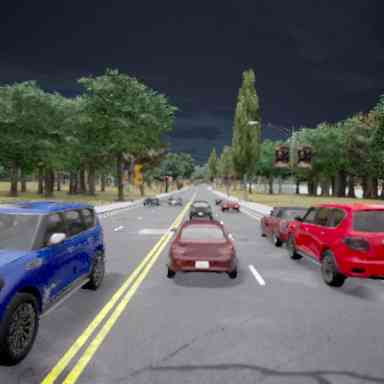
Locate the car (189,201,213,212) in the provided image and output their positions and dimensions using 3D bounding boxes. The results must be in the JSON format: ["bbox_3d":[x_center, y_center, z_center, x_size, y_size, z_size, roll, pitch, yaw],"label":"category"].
[{"bbox_3d":[0.722,1.470,27.678,1.812,1.442,4.674,1,1,1],"label":"car"}]

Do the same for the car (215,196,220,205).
[{"bbox_3d":[4.393,1.313,50.032,1.895,1.301,4.718,1,1,2],"label":"car"}]

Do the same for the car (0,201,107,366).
[{"bbox_3d":[-3.244,1.220,6.185,2.150,2.045,5.566,1,-1,1],"label":"car"}]

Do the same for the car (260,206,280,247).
[{"bbox_3d":[4.551,1.422,15.602,2.097,1.767,4.553,1,0,1],"label":"car"}]

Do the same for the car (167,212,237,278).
[{"bbox_3d":[0.298,1.564,10.212,1.812,1.442,4.674,1,0,1],"label":"car"}]

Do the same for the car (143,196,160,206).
[{"bbox_3d":[-5.541,1.233,45.954,1.994,1.385,4.181,1,1,2],"label":"car"}]

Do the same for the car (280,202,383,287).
[{"bbox_3d":[4.414,1.301,9.666,2.150,2.045,5.566,1,0,1],"label":"car"}]

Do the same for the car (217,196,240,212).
[{"bbox_3d":[4.104,1.471,36.603,1.895,1.301,4.718,1,1,2],"label":"car"}]

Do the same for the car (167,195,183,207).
[{"bbox_3d":[-2.294,1.190,45.946,2.128,1.511,4.902,1,1,2],"label":"car"}]
